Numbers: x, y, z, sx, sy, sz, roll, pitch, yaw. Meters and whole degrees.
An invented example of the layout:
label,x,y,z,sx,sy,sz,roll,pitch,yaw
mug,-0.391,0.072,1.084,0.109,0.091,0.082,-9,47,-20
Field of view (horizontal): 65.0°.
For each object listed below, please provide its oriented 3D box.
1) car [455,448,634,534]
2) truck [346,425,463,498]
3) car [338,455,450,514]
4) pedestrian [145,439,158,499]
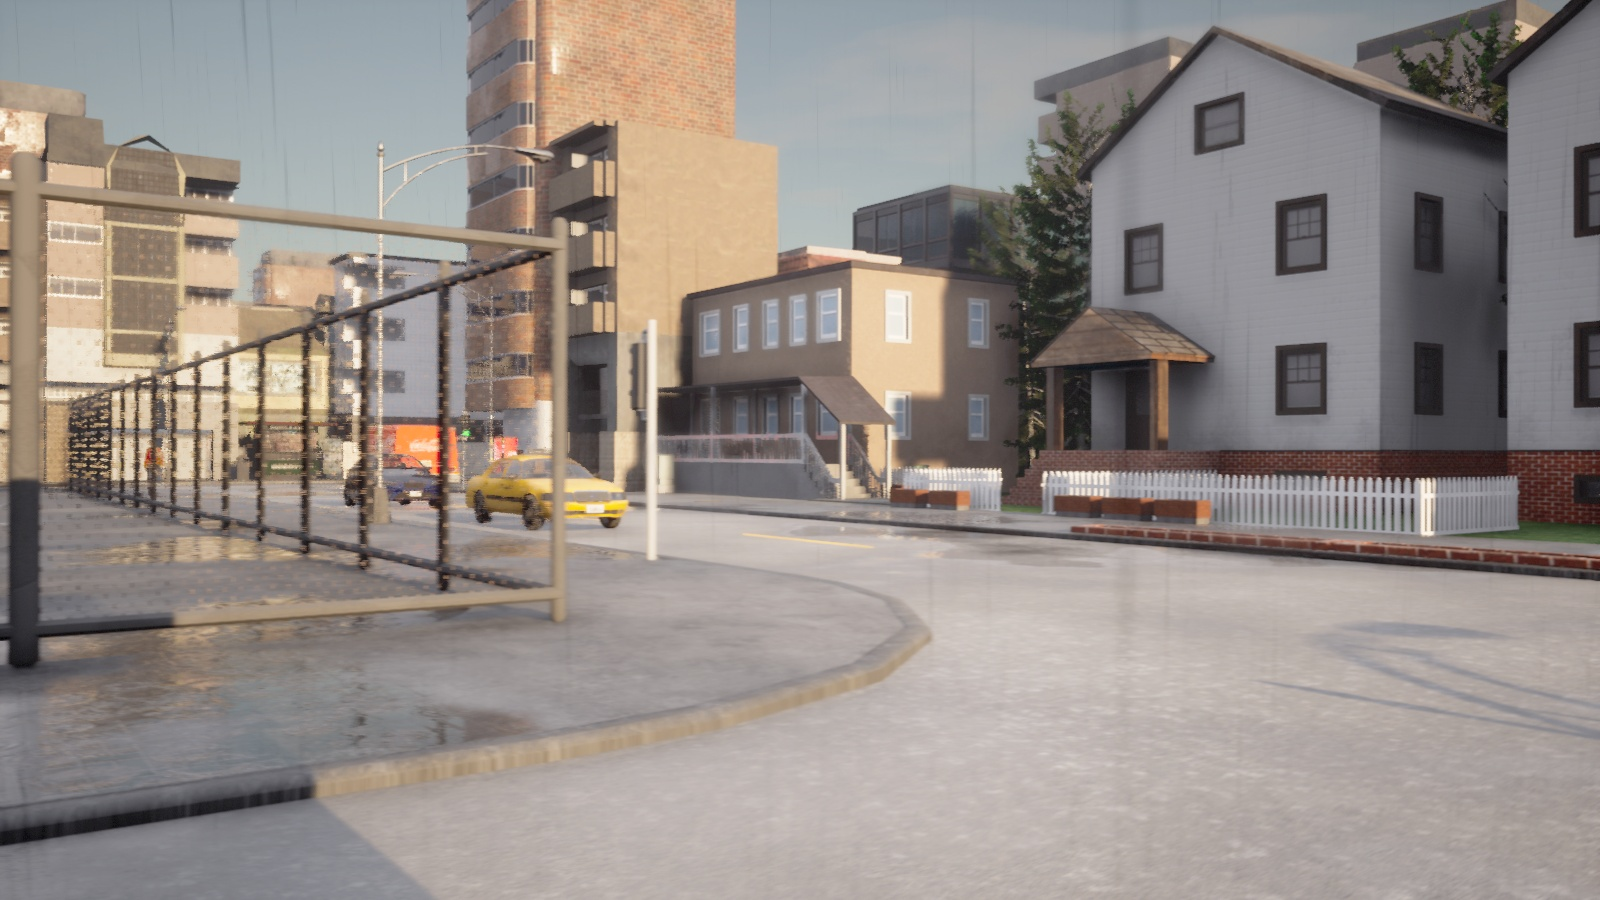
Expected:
label,x,y,z,sx,sy,sz,roll,pitch,yaw
car,-5.352,0.760,25.673,1.801,1.575,5.366,0,0,-32
truck,-14.425,0.404,45.590,2.627,2.467,5.204,0,0,-35
car,-10.928,0.866,33.623,1.816,1.474,4.193,0,0,-33
pedestrian,-20.190,0.594,39.107,0.331,1.846,0.636,0,0,-24
